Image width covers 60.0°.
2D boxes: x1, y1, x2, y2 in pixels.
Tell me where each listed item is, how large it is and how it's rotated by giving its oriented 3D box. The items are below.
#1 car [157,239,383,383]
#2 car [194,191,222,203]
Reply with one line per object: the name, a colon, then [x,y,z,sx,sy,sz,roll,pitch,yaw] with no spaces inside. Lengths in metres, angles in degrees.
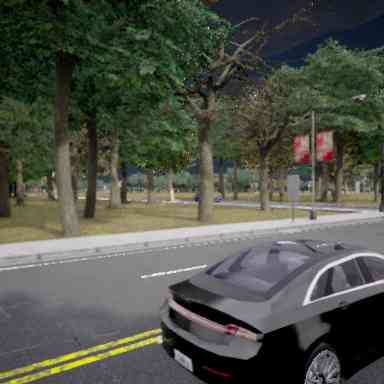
car: [1.871,1.451,4.774,4.902,1.511,2.128,-1,0,-36]
car: [2.651,0.869,55.834,2.150,2.045,5.566,-1,0,-35]
